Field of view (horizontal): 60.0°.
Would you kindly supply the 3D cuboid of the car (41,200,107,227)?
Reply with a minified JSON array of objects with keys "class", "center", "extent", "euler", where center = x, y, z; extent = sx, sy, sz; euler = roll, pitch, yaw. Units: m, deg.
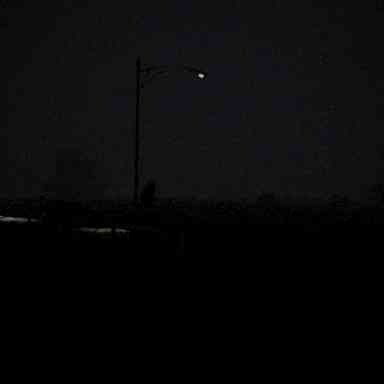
[{"class":"car","center":[-7.631,1.296,21.395],"extent":[5.008,1.535,1.882],"euler":[1,-1,34]}]
